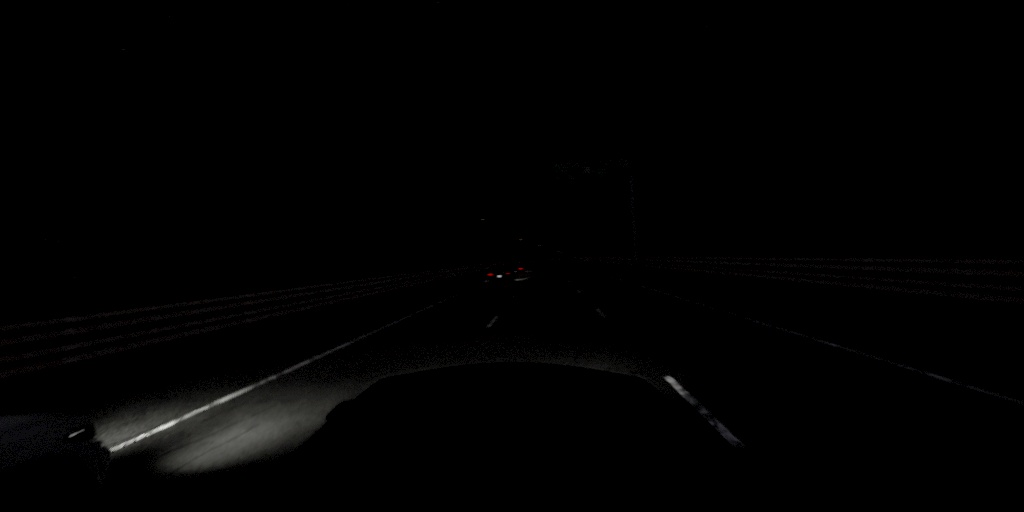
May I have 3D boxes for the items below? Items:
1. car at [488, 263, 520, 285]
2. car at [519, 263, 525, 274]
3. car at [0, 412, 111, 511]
[{"bbox_3d":[-0.782,1.504,29.166,1.994,1.385,4.181,-3,0,5],"label":"car"},{"bbox_3d":[0.610,1.569,45.241,1.895,1.301,4.718,-3,0,5],"label":"car"},{"bbox_3d":[-4.506,1.544,1.107,1.812,1.442,4.674,-3,0,5],"label":"car"}]
